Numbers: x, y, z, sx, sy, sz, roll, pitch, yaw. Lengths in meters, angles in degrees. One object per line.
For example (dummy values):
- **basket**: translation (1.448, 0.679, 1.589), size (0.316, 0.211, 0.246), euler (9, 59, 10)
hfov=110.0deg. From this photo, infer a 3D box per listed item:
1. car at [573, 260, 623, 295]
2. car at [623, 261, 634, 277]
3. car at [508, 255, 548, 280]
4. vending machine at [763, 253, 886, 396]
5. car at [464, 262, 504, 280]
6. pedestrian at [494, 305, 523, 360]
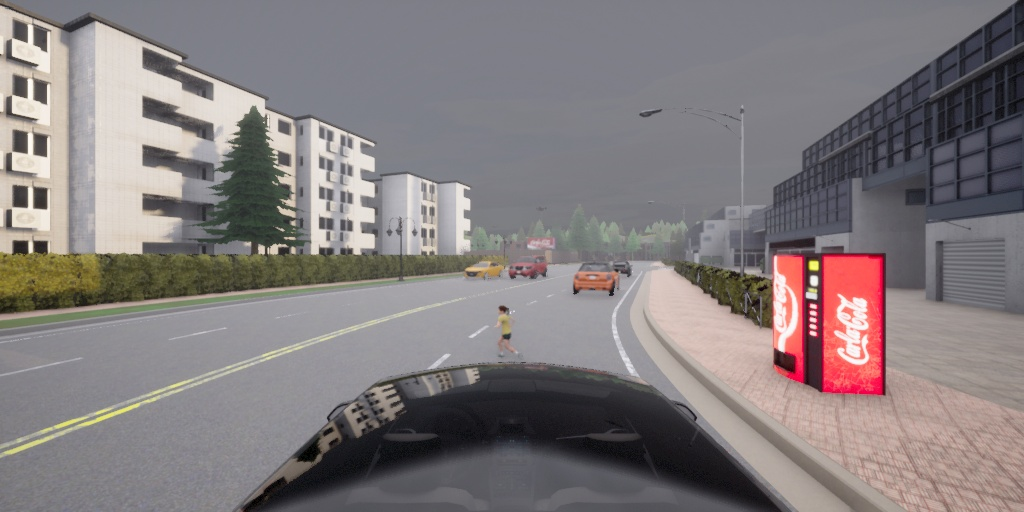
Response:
- **car**: translation (4.789, 1.101, 19.962), size (2.097, 1.767, 4.553), euler (0, 0, 20)
- **car**: translation (10.974, 1.252, 35.903), size (1.837, 1.490, 4.892), euler (0, 0, 21)
- **car**: translation (1.549, 0.970, 31.617), size (2.150, 2.045, 5.566), euler (0, 0, 22)
- **vending machine**: translation (4.621, 0.945, 5.327), size (1.100, 2.100, 0.880), euler (0, 0, 8)
- **car**: translation (-2.355, 1.226, 31.258), size (1.882, 1.535, 5.008), euler (0, 0, 22)
- **pedestrian**: translation (-0.122, 1.424, 6.913), size (0.500, 1.100, 0.500), euler (0, 0, 9)
